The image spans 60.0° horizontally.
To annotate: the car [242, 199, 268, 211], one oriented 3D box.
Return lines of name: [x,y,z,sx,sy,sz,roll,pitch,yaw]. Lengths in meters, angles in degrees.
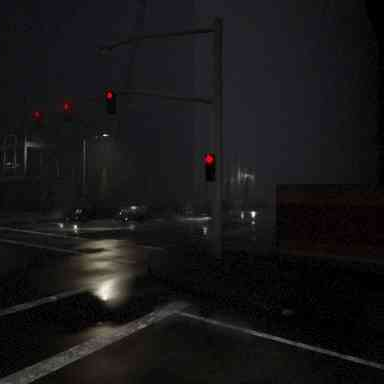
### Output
car: [8.008,1.581,41.997,1.812,1.442,4.674,0,0,36]

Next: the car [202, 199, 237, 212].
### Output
car: [3.529,1.603,41.776,2.033,1.411,5.357,0,0,35]

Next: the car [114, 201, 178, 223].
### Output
car: [-3.479,1.656,25.975,1.895,1.301,4.718,0,0,36]

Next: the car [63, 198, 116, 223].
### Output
car: [-7.744,1.407,26.025,2.097,1.767,4.553,0,0,36]

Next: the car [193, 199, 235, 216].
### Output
car: [2.037,1.533,33.678,1.882,1.535,5.008,0,0,35]

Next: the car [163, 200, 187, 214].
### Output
car: [-2.426,1.560,33.458,1.837,1.490,4.892,0,0,36]
